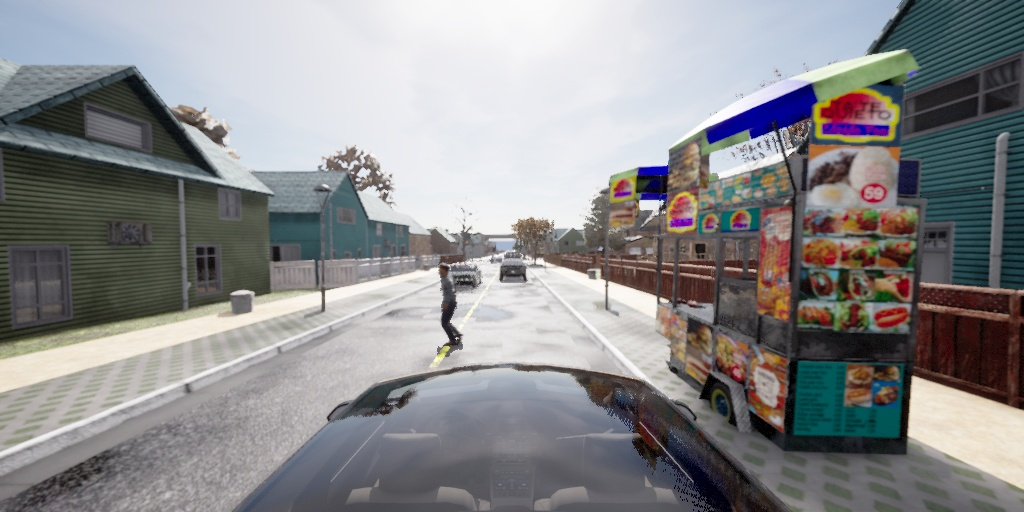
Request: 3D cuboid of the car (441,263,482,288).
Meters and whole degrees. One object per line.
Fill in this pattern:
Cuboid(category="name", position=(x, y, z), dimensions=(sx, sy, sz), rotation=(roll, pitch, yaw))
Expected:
Cuboid(category="car", position=(-2.849, 1.106, 20.963), dimensions=(1.895, 1.301, 4.718), rotation=(0, 1, 0))

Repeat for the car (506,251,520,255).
Cuboid(category="car", position=(0.091, 0.426, 45.354), dimensions=(2.150, 2.045, 5.566), rotation=(0, 1, 0))

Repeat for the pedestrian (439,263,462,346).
Cuboid(category="pedestrian", position=(-1.344, 0.968, 7.576), dimensions=(0.375, 1.860, 0.375), rotation=(-2, 3, -5))

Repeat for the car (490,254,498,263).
Cuboid(category="car", position=(-2.784, 0.481, 62.872), dimensions=(2.128, 1.511, 4.902), rotation=(0, 1, 1))

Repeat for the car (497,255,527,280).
Cuboid(category="car", position=(0.085, 0.905, 27.164), dimensions=(1.882, 1.535, 5.008), rotation=(0, 1, 0))

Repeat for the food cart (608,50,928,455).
Cuboid(category="food cart", position=(3.009, 0.171, 5.163), dimensions=(2.280, 3.560, 4.660), rotation=(0, 0, 0))
